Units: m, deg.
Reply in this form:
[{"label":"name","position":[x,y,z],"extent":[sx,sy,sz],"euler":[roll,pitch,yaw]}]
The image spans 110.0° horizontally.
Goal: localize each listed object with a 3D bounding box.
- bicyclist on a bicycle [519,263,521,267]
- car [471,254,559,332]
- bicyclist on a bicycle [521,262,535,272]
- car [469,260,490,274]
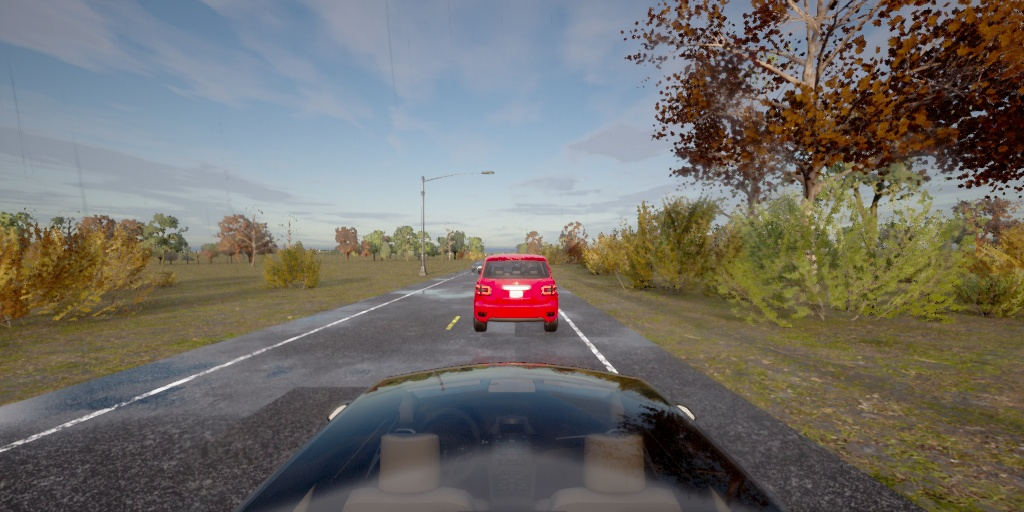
[{"label":"bicyclist on a bicycle","position":[0.898,1.110,28.692],"extent":[0.659,1.776,1.843],"euler":[0,0,0]},{"label":"car","position":[0.090,0.968,10.973],"extent":[2.150,2.045,5.566],"euler":[0,0,0]},{"label":"bicyclist on a bicycle","position":[0.940,1.114,18.679],"extent":[0.659,1.776,1.843],"euler":[0,0,0]},{"label":"car","position":[-3.759,1.228,42.632],"extent":[2.128,1.511,4.902],"euler":[0,0,0]}]
